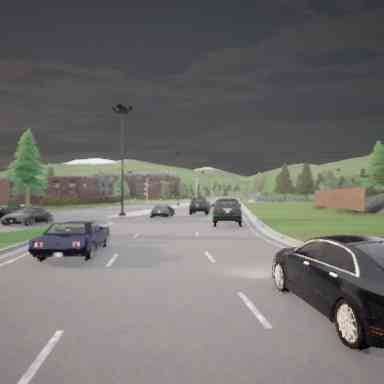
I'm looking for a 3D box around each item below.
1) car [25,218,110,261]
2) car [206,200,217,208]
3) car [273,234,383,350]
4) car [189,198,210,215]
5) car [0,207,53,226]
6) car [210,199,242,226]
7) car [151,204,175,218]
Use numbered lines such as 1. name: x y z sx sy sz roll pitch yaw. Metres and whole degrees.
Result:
1. car: -4.510 1.776 13.057 1.895 1.301 4.718 0 -1 -4
2. car: 3.715 2.272 63.355 1.812 1.442 4.674 0 -1 7
3. car: 3.064 1.571 6.373 1.837 1.490 4.892 0 0 -5
4. car: 0.975 1.707 40.615 2.150 2.045 5.566 0 0 7
5. car: -12.835 1.929 26.194 1.994 1.385 4.181 0 -1 10
6. car: 2.810 1.528 26.364 2.150 2.045 5.566 0 -1 6
7. car: -3.104 2.008 35.924 1.994 1.385 4.181 0 -1 7
